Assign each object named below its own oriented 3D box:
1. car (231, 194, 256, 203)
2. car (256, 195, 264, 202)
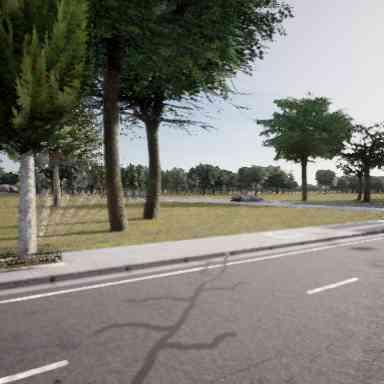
[{"bbox_3d":[9.944,1.255,66.593,2.097,1.767,4.553,0,0,-36],"label":"car"},{"bbox_3d":[12.607,1.262,68.475,2.097,1.767,4.553,0,0,-36],"label":"car"}]
